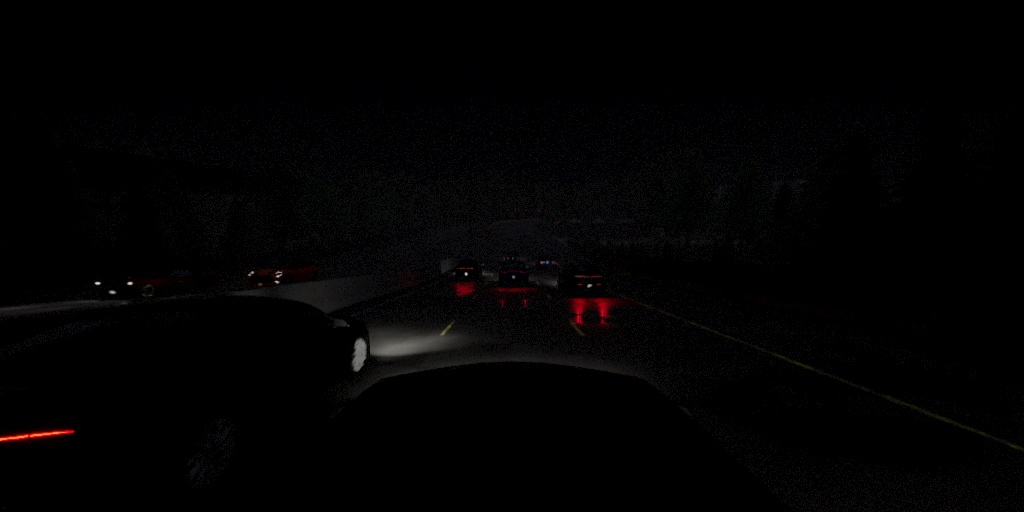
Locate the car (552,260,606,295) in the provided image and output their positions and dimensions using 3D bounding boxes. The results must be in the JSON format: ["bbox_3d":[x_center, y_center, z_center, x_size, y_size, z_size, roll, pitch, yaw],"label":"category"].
[{"bbox_3d":[3.603,1.159,19.069,2.128,1.511,4.902,0,0,0],"label":"car"}]

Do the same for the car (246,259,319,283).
[{"bbox_3d":[-13.993,1.001,22.161,2.097,1.767,4.553,0,1,0],"label":"car"}]

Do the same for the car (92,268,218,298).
[{"bbox_3d":[-17.538,1.277,17.955,1.895,1.301,4.718,0,0,1],"label":"car"}]

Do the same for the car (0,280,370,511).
[{"bbox_3d":[-3.400,1.242,4.377,1.837,1.490,4.892,0,0,0],"label":"car"}]

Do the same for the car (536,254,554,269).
[{"bbox_3d":[3.602,0.510,38.849,2.033,1.411,5.357,0,4,0],"label":"car"}]

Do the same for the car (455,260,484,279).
[{"bbox_3d":[-3.395,1.019,28.985,1.837,1.490,4.892,0,2,0],"label":"car"}]

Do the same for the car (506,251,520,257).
[{"bbox_3d":[0.086,0.057,44.013,2.033,1.411,5.357,0,6,0],"label":"car"}]

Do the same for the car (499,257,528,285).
[{"bbox_3d":[0.105,1.100,24.523,1.882,1.535,5.008,0,1,0],"label":"car"}]
